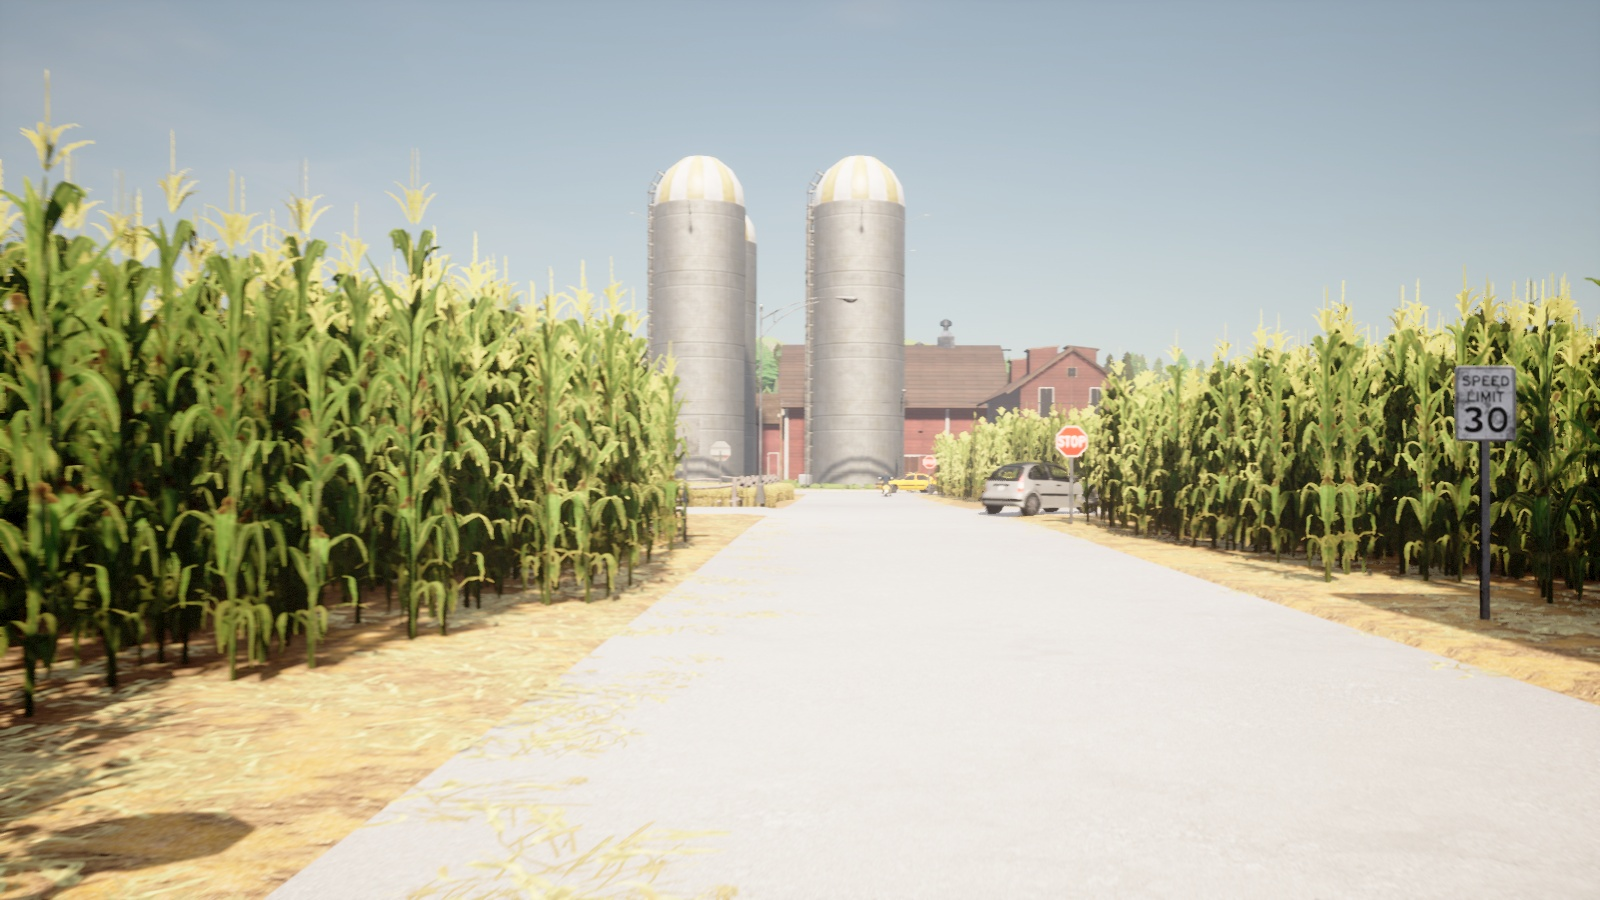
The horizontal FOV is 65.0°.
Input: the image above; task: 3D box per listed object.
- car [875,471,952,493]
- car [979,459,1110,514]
[{"bbox_3d":[8.336,2.310,92.488,5.366,1.575,1.801,0,-1,-13],"label":"car"},{"bbox_3d":[7.663,1.096,39.281,3.988,1.617,1.851,0,-1,-38],"label":"car"}]
